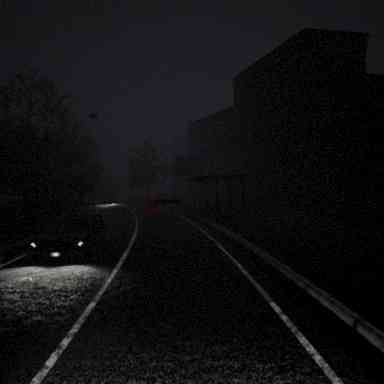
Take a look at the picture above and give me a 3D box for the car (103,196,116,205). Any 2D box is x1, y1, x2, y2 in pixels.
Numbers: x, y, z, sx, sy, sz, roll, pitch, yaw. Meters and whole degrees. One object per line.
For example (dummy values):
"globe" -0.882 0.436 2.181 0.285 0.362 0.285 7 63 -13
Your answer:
"car" -13.472 1.282 54.173 1.994 1.385 4.181 -2 1 -15

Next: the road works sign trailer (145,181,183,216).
"road works sign trailer" -2.327 0.569 26.348 2.380 2.880 3.560 -1 1 -17

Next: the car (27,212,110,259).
"car" -4.324 1.467 12.573 2.033 1.411 5.357 -1 0 -6

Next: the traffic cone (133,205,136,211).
"traffic cone" -6.076 1.698 35.166 0.340 0.580 0.340 -2 1 -14
